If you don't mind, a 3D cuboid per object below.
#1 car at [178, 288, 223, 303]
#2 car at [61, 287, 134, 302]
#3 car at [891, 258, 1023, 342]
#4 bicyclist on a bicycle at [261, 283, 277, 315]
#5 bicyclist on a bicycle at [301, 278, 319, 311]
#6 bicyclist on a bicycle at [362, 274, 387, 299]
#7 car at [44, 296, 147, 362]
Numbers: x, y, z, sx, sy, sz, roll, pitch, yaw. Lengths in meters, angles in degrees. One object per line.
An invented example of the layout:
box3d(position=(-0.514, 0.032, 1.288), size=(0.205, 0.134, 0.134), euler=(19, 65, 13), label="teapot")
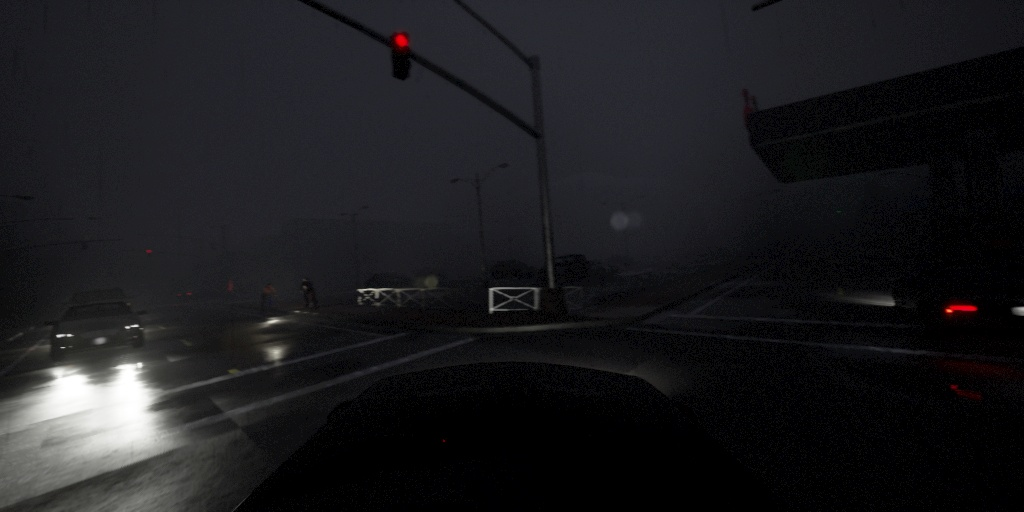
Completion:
box3d(position=(-34.764, 4.309, 40.164), size=(1.812, 1.442, 4.674), euler=(-5, -2, 0), label="car")
box3d(position=(-21.514, 2.706, 18.742), size=(5.566, 2.045, 2.150), euler=(-5, -1, 41), label="car")
box3d(position=(9.249, 0.756, 7.210), size=(2.033, 1.411, 5.357), euler=(-5, -1, 41), label="car")
box3d(position=(-12.819, 2.271, 18.927), size=(1.656, 1.620, 0.582), euler=(-4, 0, 38), label="bicyclist on a bicycle")
box3d(position=(-10.033, 1.892, 17.636), size=(0.582, 1.620, 1.656), euler=(-4, -1, -42), label="bicyclist on a bicycle")
box3d(position=(-9.099, 1.989, 23.631), size=(1.656, 1.620, 0.582), euler=(-4, 0, 0), label="bicyclist on a bicycle")
box3d(position=(-13.565, 2.303, 11.799), size=(4.902, 1.511, 2.128), euler=(-5, -1, 41), label="car")
